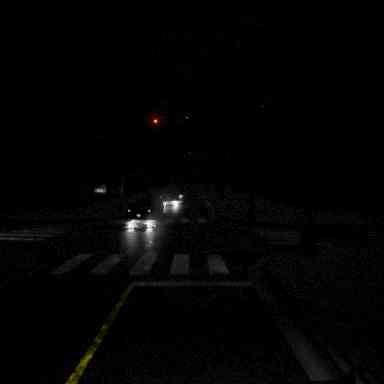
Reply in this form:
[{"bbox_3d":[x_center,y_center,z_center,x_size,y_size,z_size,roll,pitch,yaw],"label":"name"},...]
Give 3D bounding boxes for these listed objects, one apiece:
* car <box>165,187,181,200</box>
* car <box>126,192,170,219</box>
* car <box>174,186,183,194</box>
[{"bbox_3d":[-2.862,0.405,44.457,1.895,1.301,4.718,0,2,0],"label":"car"},{"bbox_3d":[-3.170,1.027,23.861,2.033,1.411,5.357,0,2,5],"label":"car"},{"bbox_3d":[-2.801,-0.354,63.494,1.837,1.490,4.892,0,2,0],"label":"car"}]
